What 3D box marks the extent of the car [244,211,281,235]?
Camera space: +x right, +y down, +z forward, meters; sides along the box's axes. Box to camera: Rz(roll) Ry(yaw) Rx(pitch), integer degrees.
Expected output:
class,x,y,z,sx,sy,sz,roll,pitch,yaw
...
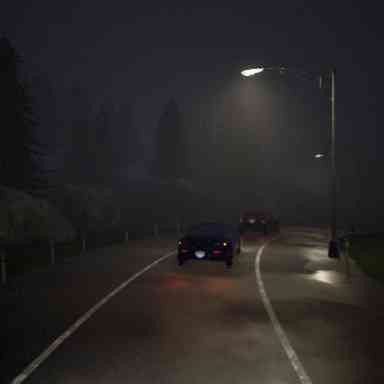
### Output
class,x,y,z,sx,sy,sz,roll,pitch,yaw
car,5.102,2.184,24.670,2.097,1.767,4.553,0,-3,28

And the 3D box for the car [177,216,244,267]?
class,x,y,z,sx,sy,sz,roll,pitch,yaw
car,0.752,1.791,12.382,1.812,1.442,4.674,0,-2,13
